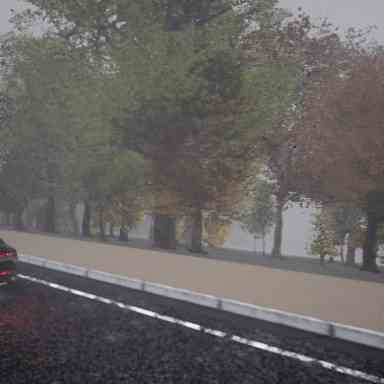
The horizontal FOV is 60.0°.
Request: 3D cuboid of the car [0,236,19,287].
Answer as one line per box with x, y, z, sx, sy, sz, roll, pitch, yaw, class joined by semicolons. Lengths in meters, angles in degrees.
-6.042;1.470;7.975;4.892;1.490;1.837;1;1;36;car
